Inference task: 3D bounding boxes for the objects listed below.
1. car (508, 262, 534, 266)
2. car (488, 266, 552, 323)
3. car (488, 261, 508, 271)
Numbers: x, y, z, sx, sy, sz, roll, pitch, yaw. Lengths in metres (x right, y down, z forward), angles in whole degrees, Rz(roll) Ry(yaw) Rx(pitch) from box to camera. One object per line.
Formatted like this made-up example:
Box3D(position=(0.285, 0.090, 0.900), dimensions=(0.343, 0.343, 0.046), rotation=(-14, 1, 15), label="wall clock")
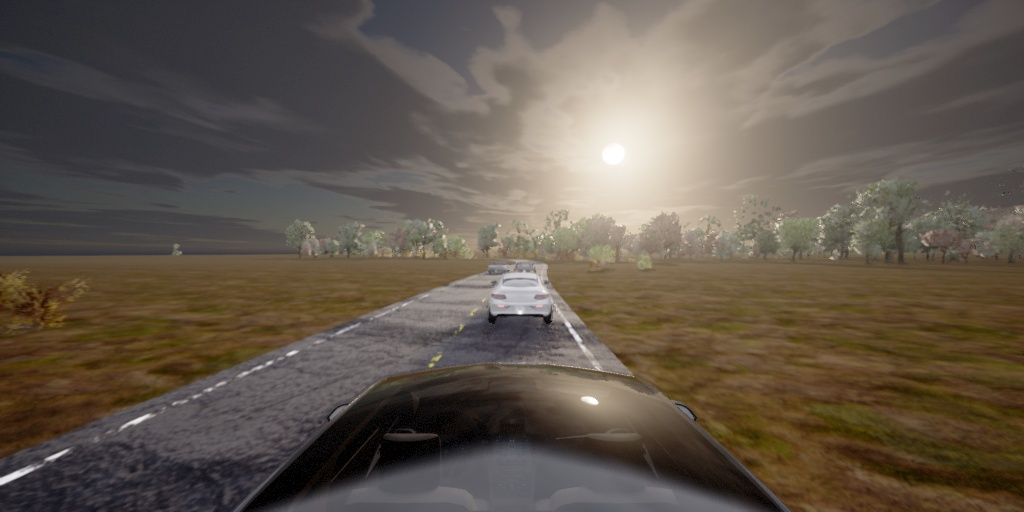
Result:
Box3D(position=(1.102, 1.192, 29.668), dimensions=(2.033, 1.411, 5.357), rotation=(0, 0, 4), label="car")
Box3D(position=(0.279, 1.238, 11.862), dimensions=(1.812, 1.442, 4.674), rotation=(0, 0, 1), label="car")
Box3D(position=(-1.393, 1.209, 38.273), dimensions=(1.895, 1.301, 4.718), rotation=(0, 0, 5), label="car")
